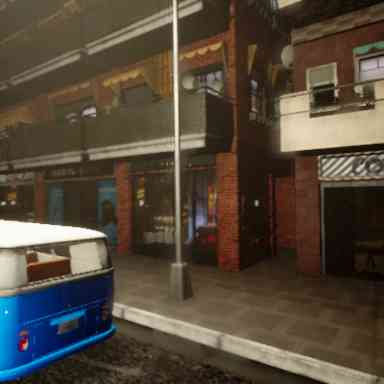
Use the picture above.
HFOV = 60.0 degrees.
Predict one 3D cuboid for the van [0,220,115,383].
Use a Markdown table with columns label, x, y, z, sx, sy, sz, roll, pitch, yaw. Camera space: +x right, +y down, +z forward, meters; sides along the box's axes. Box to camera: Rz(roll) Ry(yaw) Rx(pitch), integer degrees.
| label | x | y | z | sx | sy | sz | roll | pitch | yaw |
| --- | --- | --- | --- | --- | --- | --- | --- | --- | --- |
| van | -2.960 | 1.344 | 5.008 | 3.998 | 1.788 | 1.690 | 0 | -1 | 36 |
